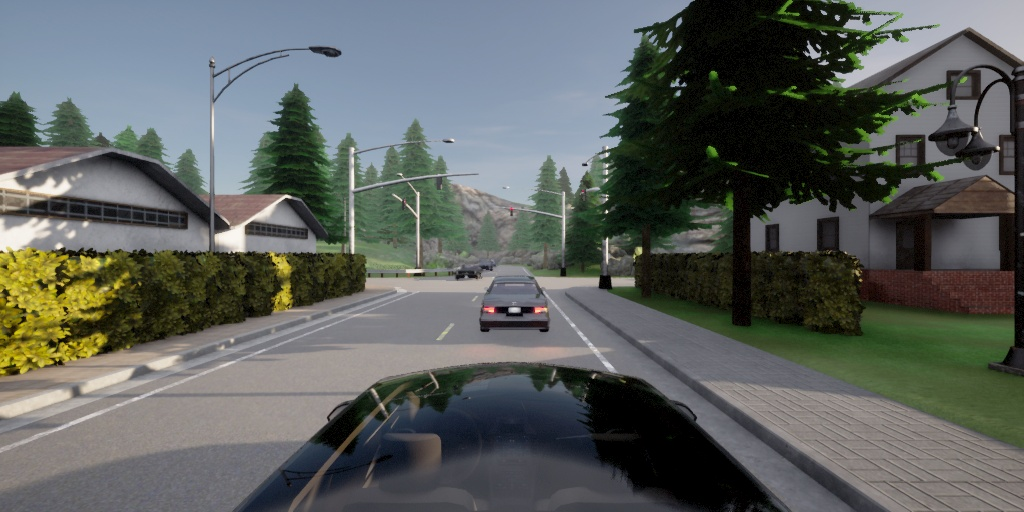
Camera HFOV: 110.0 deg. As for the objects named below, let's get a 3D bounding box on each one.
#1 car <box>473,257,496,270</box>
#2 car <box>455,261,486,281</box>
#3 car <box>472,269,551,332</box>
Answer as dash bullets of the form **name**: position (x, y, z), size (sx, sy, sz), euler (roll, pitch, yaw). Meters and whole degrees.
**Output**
- **car**: position (-3.580, 1.101, 47.153), size (2.097, 1.767, 4.553), euler (0, 0, 0)
- **car**: position (-3.577, 1.342, 30.245), size (1.895, 1.301, 4.718), euler (0, 0, 0)
- **car**: position (0.077, 1.297, 10.807), size (2.033, 1.411, 5.357), euler (0, 0, 0)
